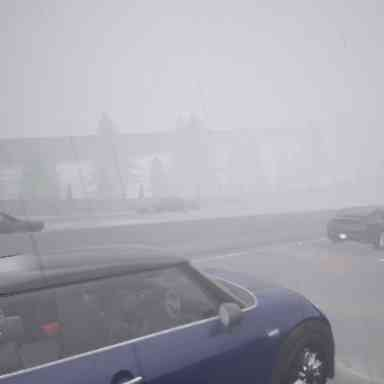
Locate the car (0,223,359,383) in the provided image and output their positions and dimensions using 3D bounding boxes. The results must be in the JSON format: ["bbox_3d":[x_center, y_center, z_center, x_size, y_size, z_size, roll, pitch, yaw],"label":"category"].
[{"bbox_3d":[-0.593,1.333,3.325,4.553,1.767,2.097,-1,1,-36],"label":"car"}]

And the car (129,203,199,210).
[{"bbox_3d":[-1.883,0.977,24.030,5.357,1.411,2.033,-1,1,-36],"label":"car"}]

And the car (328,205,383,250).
[{"bbox_3d":[7.375,1.305,13.315,4.892,1.490,1.837,-1,0,-36],"label":"car"}]

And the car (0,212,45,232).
[{"bbox_3d":[-9.167,1.587,14.582,4.718,1.301,1.895,-1,1,-35],"label":"car"}]
